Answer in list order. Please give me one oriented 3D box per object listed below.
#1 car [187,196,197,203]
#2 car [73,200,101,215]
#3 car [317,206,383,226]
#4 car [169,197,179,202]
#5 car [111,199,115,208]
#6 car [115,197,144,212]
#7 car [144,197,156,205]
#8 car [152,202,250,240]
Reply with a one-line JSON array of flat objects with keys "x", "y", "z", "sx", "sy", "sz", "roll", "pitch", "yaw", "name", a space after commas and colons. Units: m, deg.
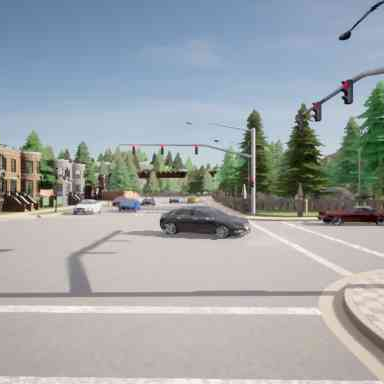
[{"x": 0.051, "y": 1.484, "z": 64.943, "sx": 1.882, "sy": 1.535, "sz": 5.008, "roll": 0, "pitch": 0, "yaw": 0, "name": "car"}, {"x": -10.622, "y": 1.529, "z": 34.062, "sx": 1.812, "sy": 1.442, "sz": 4.674, "roll": 0, "pitch": 0, "yaw": 0, "name": "car"}, {"x": 11.171, "y": 1.603, "z": 22.913, "sx": 4.718, "sy": 1.301, "sz": 1.895, "roll": 0, "pitch": 0, "yaw": 2, "name": "car"}, {"x": -3.450, "y": 1.608, "z": 65.231, "sx": 1.895, "sy": 1.301, "sz": 4.718, "roll": 0, "pitch": 0, "yaw": 0, "name": "car"}, {"x": -10.596, "y": 1.483, "z": 49.489, "sx": 1.882, "sy": 1.535, "sz": 5.008, "roll": 0, "pitch": 0, "yaw": 0, "name": "car"}, {"x": -7.124, "y": 1.482, "z": 38.398, "sx": 1.882, "sy": 1.535, "sz": 5.008, "roll": 0, "pitch": 0, "yaw": 0, "name": "car"}, {"x": -7.058, "y": 1.570, "z": 54.109, "sx": 1.994, "sy": 1.385, "sz": 4.181, "roll": 0, "pitch": 0, "yaw": 1, "name": "car"}, {"x": 0.556, "y": 1.506, "z": 17.181, "sx": 4.892, "sy": 1.490, "sz": 1.837, "roll": 0, "pitch": 2, "yaw": 30, "name": "car"}]
